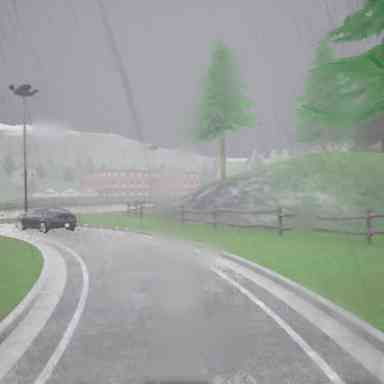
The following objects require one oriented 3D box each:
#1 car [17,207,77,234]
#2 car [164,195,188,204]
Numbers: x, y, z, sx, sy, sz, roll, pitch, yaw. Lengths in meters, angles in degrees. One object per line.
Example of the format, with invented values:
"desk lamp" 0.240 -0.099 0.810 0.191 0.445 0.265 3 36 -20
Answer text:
"car" -9.036 1.698 20.573 4.892 1.490 1.837 -1 -2 39
"car" -3.675 1.410 68.241 4.553 1.767 2.097 -1 0 -44
